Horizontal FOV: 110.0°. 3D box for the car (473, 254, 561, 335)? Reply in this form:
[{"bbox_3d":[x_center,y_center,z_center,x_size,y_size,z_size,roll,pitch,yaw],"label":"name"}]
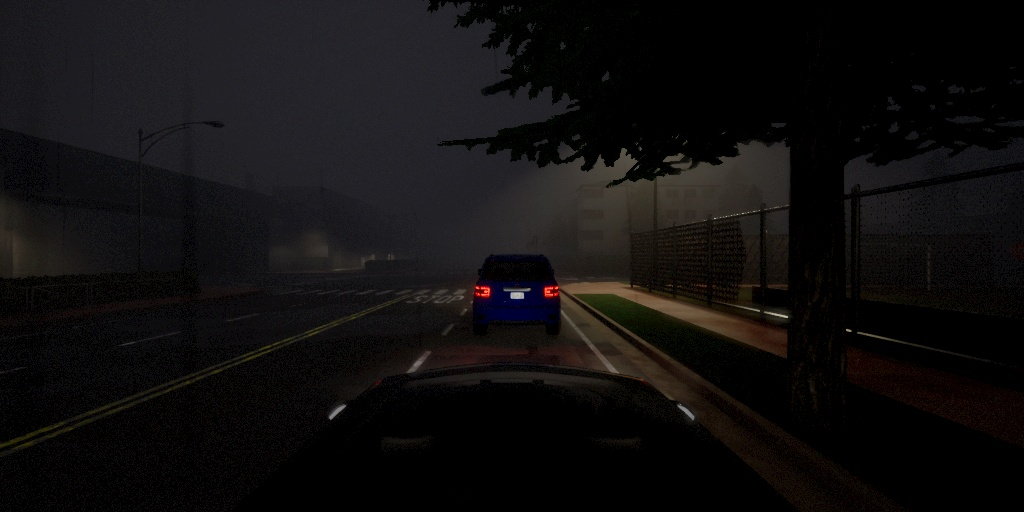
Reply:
[{"bbox_3d":[0.124,0.972,10.642,2.150,2.045,5.566,0,0,0],"label":"car"}]

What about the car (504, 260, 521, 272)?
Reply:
[{"bbox_3d":[0.063,1.241,46.319,2.128,1.511,4.902,0,0,-1],"label":"car"}]
